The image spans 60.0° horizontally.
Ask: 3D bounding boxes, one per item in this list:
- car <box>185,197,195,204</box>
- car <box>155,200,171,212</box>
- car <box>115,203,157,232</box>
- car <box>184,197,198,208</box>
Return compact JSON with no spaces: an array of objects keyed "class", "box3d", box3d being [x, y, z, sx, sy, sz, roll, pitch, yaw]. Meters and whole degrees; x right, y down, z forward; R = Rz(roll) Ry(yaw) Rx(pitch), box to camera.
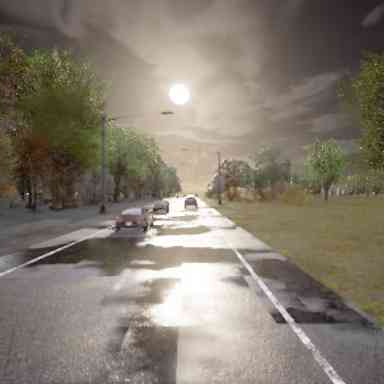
[{"class":"car","box3d":[-0.389,1.784,73.194,2.033,1.411,5.357,0,0,0]},{"class":"car","box3d":[-3.612,1.687,40.158,2.033,1.411,5.357,0,0,0]},{"class":"car","box3d":[-3.507,1.602,20.730,1.812,1.442,4.674,0,0,0]},{"class":"car","box3d":[-0.181,1.526,52.809,2.097,1.767,4.553,0,0,0]}]
